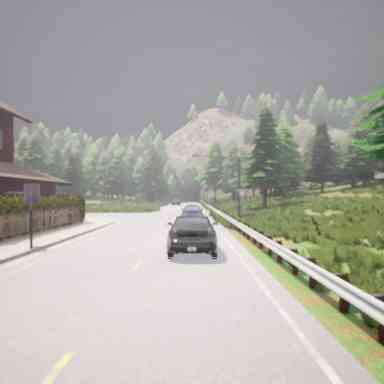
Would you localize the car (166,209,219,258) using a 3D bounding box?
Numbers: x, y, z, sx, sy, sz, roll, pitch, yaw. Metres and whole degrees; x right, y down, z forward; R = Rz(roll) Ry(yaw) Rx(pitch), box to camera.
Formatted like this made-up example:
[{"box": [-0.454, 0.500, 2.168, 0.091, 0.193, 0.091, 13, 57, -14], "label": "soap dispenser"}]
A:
[{"box": [0.019, 1.658, 13.503, 1.837, 1.490, 4.892, 0, 0, 0], "label": "car"}]

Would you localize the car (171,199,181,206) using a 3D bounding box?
[{"box": [-3.495, 2.284, 72.954, 1.882, 1.535, 5.008, 0, -1, 0], "label": "car"}]

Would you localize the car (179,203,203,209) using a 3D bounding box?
[{"box": [0.031, 1.837, 28.864, 1.812, 1.442, 4.674, 0, 0, 1], "label": "car"}]
